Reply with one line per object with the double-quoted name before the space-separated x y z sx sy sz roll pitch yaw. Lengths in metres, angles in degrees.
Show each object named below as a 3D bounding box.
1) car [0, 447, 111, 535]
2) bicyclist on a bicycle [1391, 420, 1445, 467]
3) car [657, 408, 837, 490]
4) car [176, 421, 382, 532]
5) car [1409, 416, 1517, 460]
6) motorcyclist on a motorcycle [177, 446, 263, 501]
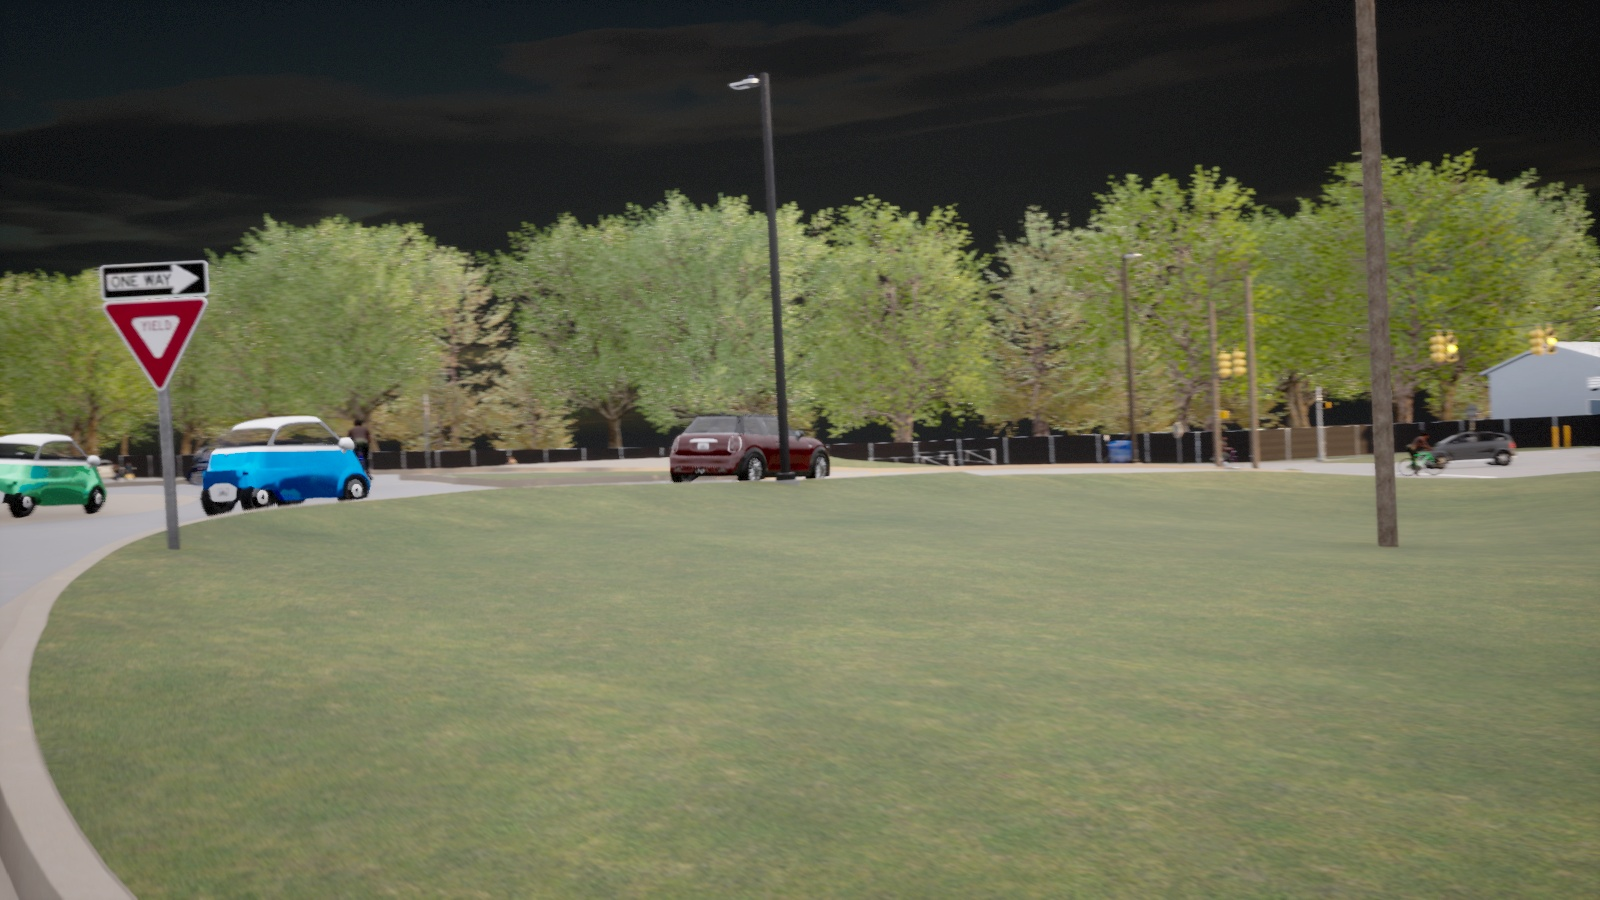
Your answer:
"car" -12.985 0.653 21.151 1.481 1.376 2.207 1 0 2
"bicyclist on a bicycle" 22.980 -0.245 46.738 1.656 1.620 0.582 -3 2 2
"car" -1.142 -0.028 29.570 2.097 1.767 4.553 -1 0 30
"car" -7.344 0.347 17.851 1.481 1.376 2.207 -4 0 23
"car" 28.827 -0.496 54.720 3.705 1.549 1.789 -5 -3 11
"motorcyclist on a motorcycle" -17.988 0.716 38.987 2.191 1.530 0.866 -4 2 -14
